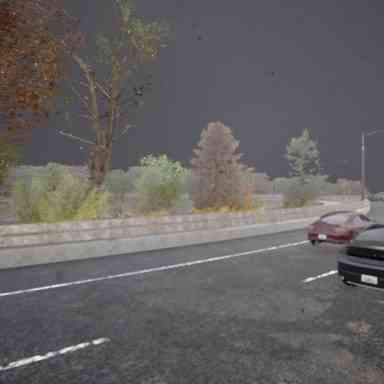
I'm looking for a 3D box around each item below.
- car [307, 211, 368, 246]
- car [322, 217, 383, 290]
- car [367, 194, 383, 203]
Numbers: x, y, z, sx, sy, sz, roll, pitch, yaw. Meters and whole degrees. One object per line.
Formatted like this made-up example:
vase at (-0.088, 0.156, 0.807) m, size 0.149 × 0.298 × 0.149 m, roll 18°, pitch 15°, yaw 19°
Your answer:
car at (6.664, 1.540, 14.226) m, size 4.674 × 1.442 × 1.812 m, roll 0°, pitch 0°, yaw -43°
car at (5.397, 1.511, 8.272) m, size 4.892 × 1.490 × 1.837 m, roll 0°, pitch 0°, yaw -41°
car at (37.471, 1.229, 68.042) m, size 2.097 × 1.767 × 4.553 m, roll 0°, pitch 0°, yaw 10°
